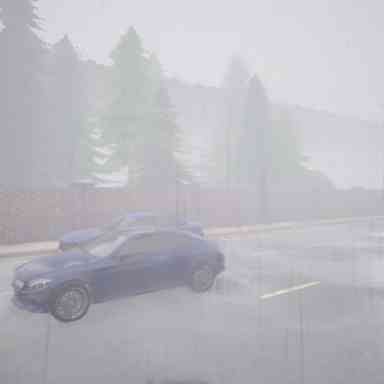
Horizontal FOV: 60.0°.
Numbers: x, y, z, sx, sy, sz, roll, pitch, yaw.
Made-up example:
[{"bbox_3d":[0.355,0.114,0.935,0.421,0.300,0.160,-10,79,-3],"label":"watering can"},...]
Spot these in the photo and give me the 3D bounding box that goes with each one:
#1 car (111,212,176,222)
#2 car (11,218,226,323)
[{"bbox_3d":[-1.858,1.473,11.265,5.008,1.535,1.882,0,0,-36],"label":"car"},{"bbox_3d":[-1.324,1.523,7.330,4.674,1.442,1.812,0,0,-36],"label":"car"}]
